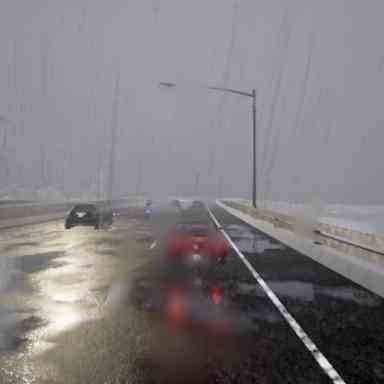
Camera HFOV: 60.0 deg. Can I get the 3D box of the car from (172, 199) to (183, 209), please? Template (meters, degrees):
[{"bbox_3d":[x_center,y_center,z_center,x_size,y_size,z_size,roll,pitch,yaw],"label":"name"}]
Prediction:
[{"bbox_3d":[-2.598,1.850,52.210,1.812,1.442,4.674,0,0,2],"label":"car"}]

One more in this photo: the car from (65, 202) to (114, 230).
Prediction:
[{"bbox_3d":[-6.750,1.478,22.407,2.097,1.767,4.553,0,0,1],"label":"car"}]

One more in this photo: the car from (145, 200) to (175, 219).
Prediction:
[{"bbox_3d":[-3.118,1.728,31.257,2.033,1.411,5.357,0,0,1],"label":"car"}]

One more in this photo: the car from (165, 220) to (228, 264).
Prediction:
[{"bbox_3d":[0.145,1.668,12.009,1.895,1.301,4.718,0,0,0],"label":"car"}]

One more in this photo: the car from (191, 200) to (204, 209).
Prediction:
[{"bbox_3d":[0.869,1.882,51.244,1.994,1.385,4.181,0,0,2],"label":"car"}]
